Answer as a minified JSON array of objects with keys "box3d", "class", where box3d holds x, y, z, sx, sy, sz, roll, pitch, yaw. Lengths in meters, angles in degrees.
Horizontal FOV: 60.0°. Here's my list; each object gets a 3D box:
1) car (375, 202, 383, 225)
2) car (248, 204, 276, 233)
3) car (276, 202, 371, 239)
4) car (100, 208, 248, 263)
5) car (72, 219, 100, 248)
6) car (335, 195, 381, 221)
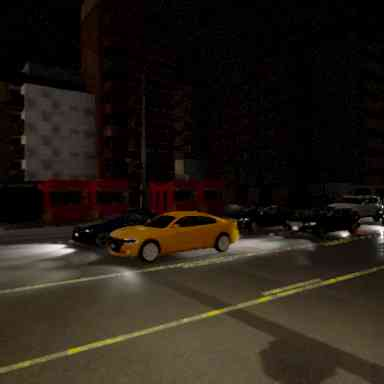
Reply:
[{"box3d":[15.152,1.582,23.364,4.674,1.442,1.812,0,0,-35],"class":"car"},{"box3d":[4.205,1.499,19.879,4.902,1.511,2.128,0,0,-35],"class":"car"},{"box3d":[7.021,1.503,17.587,4.902,1.511,2.128,0,0,-35],"class":"car"},{"box3d":[-0.525,1.473,12.209,5.008,1.535,1.882,0,0,-35],"class":"car"},{"box3d":[-3.060,1.555,14.700,4.181,1.385,1.994,0,0,-35],"class":"car"},{"box3d":[12.702,1.276,25.910,5.566,2.045,2.150,1,0,-35],"class":"car"}]
